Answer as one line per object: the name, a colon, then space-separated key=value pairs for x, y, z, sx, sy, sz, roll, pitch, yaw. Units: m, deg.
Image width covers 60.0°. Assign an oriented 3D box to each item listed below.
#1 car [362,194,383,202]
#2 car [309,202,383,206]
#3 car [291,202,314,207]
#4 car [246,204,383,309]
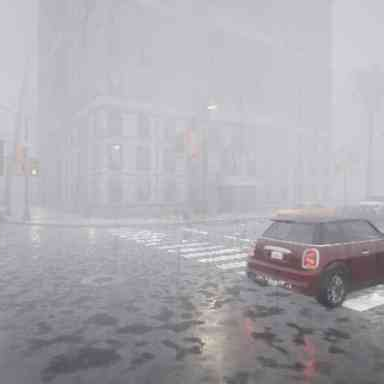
car: x=16.672 y=1.218 z=29.439 sx=5.566 sy=2.045 sz=2.150 roll=0 pitch=0 yaw=-33
car: x=10.068 y=1.545 z=20.934 sx=5.357 sy=1.411 sz=2.033 roll=0 pitch=0 yaw=-34
car: x=8.158 y=1.475 z=23.863 sx=5.008 sy=1.535 sz=1.882 roll=0 pitch=0 yaw=-33
car: x=3.543 y=1.339 z=8.110 sx=4.553 sy=1.767 sz=2.097 roll=0 pitch=0 yaw=-33
